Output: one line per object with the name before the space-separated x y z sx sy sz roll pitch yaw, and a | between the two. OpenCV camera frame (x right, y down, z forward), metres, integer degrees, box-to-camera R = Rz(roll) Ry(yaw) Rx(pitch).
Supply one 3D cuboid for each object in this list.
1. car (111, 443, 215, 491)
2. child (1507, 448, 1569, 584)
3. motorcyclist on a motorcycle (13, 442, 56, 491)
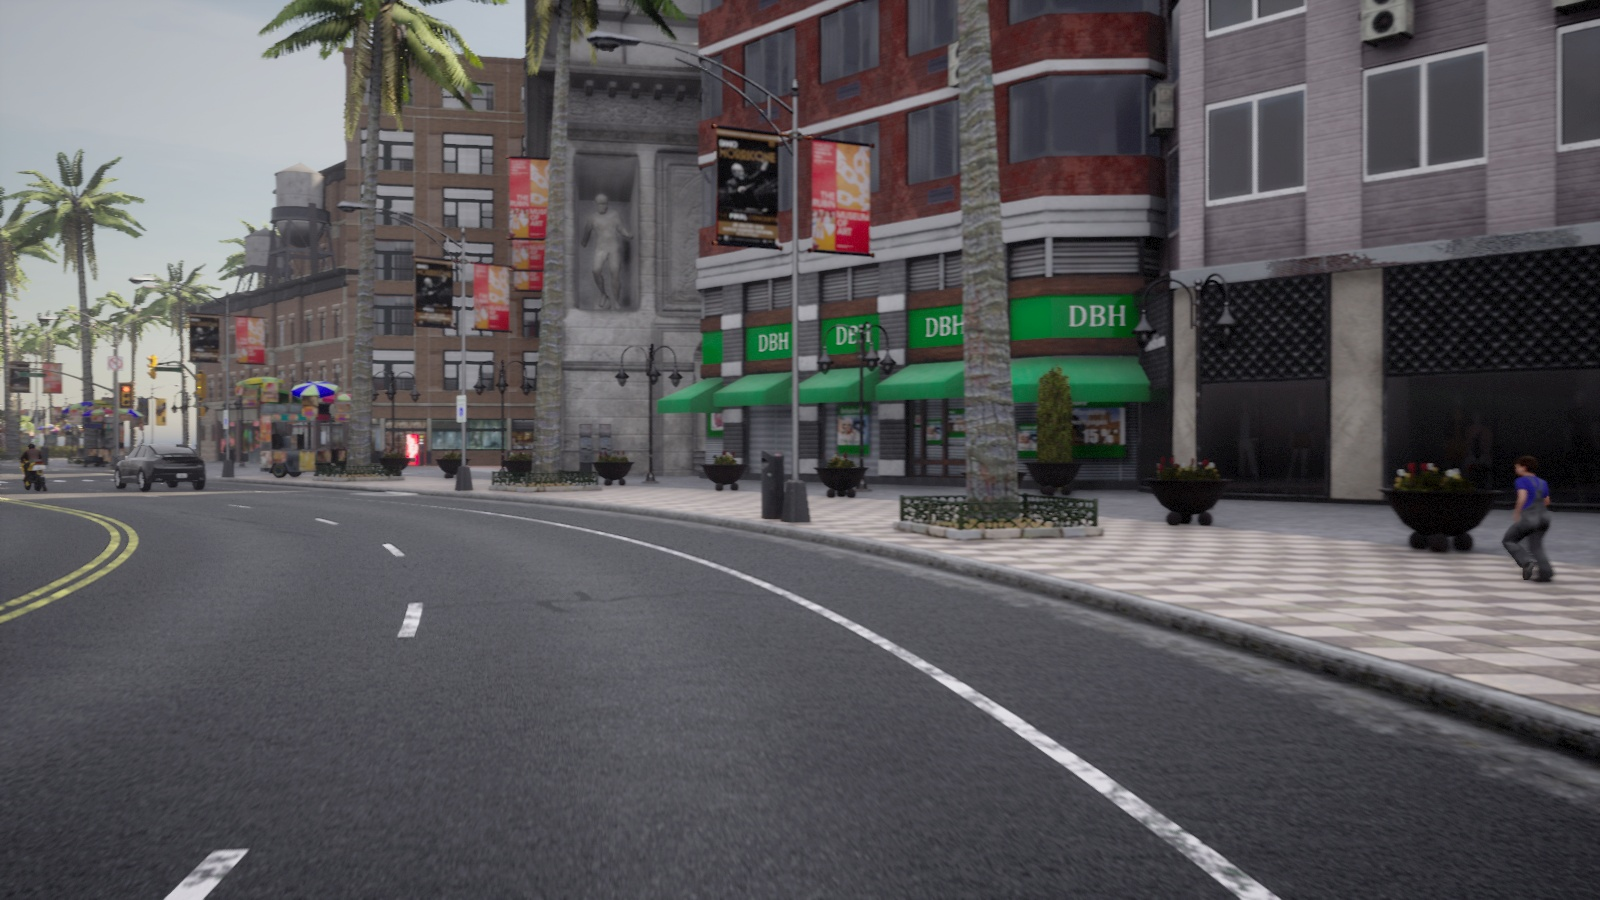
car | -21.024 0.523 41.340 1.837 1.490 4.892 0 0 -42
child | 7.011 0.614 11.933 0.270 1.263 0.437 0 0 -17
motorcyclist on a motorcycle | -24.204 0.510 39.699 0.797 1.523 2.044 0 0 -42
